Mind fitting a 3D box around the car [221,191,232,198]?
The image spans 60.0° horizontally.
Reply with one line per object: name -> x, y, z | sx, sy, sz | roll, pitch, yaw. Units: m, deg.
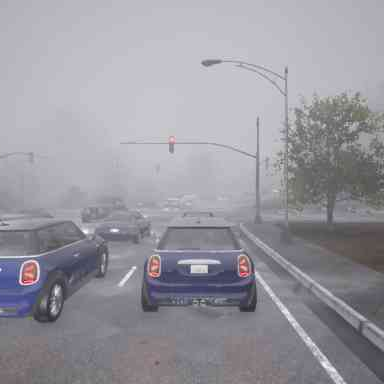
car -> 7.927, 0.592, 78.117 | 1.812, 1.442, 4.674 | 0, 3, 28

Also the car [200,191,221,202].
car -> 3.483, 0.838, 68.890 | 2.150, 2.045, 5.566 | 0, 2, 23

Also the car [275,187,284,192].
car -> 23.399, -0.601, 89.366 | 1.882, 1.535, 5.008 | 0, 3, 38

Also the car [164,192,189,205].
car -> -2.553, 1.318, 50.905 | 2.150, 2.045, 5.566 | 0, 0, 14

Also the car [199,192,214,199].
car -> 3.451, 0.796, 77.066 | 1.994, 1.385, 4.181 | 0, 3, 26

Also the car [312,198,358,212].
car -> 16.433, 1.531, 38.418 | 4.892, 1.490, 1.837 | -1, 0, 4

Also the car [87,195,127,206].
car -> -6.497, 1.274, 25.335 | 2.150, 2.045, 5.566 | 0, 0, 4

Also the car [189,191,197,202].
car -> -0.756, 0.955, 67.726 | 2.150, 2.045, 5.566 | 0, 2, 21

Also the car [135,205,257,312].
car -> 0.139, 1.361, 7.896 | 2.097, 1.767, 4.553 | 0, 0, 0

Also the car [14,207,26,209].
car -> -10.210, 1.604, 20.358 | 1.994, 1.385, 4.181 | 0, 0, 3

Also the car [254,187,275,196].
car -> 17.659, 0.140, 80.965 | 2.128, 1.511, 4.902 | 0, 3, 33

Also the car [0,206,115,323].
car -> -3.365, 1.361, 7.392 | 2.097, 1.767, 4.553 | 0, 0, 0

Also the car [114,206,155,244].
car -> -3.200, 1.593, 16.004 | 1.994, 1.385, 4.181 | 0, 0, 2

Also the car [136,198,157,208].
car -> -6.665, 1.601, 48.650 | 2.128, 1.511, 4.902 | 0, 0, 13

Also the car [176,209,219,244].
car -> 0.325, 1.632, 16.927 | 1.895, 1.301, 4.718 | 0, 0, 2

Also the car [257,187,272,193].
car -> 19.799, -0.524, 90.386 | 2.128, 1.511, 4.902 | 0, 3, 38

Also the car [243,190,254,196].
car -> 14.130, 0.204, 81.901 | 1.812, 1.442, 4.674 | 0, 3, 33
